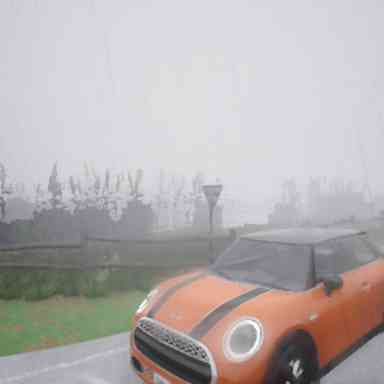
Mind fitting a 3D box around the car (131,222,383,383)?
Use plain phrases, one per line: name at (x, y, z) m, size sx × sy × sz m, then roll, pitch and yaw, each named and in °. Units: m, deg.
car at (1.355, 1.393, 4.975) m, size 4.553 × 1.767 × 2.097 m, roll 0°, pitch -1°, yaw -42°
